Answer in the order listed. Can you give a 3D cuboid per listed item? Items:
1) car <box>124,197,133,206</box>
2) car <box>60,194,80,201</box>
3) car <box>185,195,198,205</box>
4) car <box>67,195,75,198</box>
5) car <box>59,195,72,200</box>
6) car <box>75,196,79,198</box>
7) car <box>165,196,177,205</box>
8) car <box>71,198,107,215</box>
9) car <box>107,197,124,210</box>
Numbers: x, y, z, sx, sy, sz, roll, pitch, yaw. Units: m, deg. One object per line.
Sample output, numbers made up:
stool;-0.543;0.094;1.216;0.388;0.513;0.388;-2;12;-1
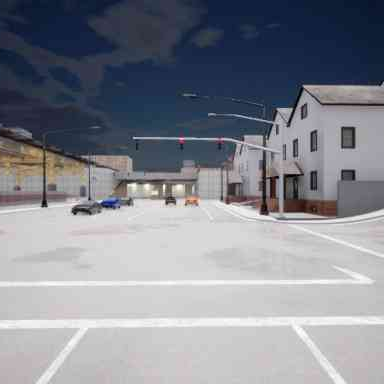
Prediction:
car;-10.752;1.526;54.295;1.812;1.442;4.674;0;0;0
car;-32.742;1.452;89.535;2.038;1.542;4.974;0;0;28
car;-0.074;1.352;57.429;2.097;1.767;4.553;0;0;0
car;-31.936;1.452;84.171;2.038;1.542;4.974;0;0;-37
car;-31.967;1.295;84.213;1.853;1.218;4.536;0;0;-37
car;-32.767;1.295;89.490;1.853;1.218;4.536;0;0;28
car;-3.677;1.505;58.535;1.837;1.490;4.892;0;0;0
car;-10.704;1.547;34.298;2.033;1.411;5.357;0;0;0
car;-10.730;1.478;44.021;1.882;1.535;5.008;0;0;0
